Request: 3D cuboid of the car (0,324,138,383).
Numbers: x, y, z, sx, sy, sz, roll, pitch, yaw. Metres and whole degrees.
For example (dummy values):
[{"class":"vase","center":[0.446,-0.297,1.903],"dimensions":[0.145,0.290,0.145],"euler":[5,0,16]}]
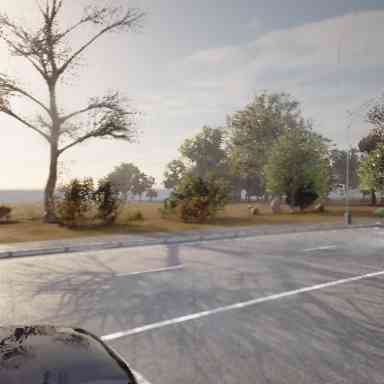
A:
[{"class":"car","center":[-2.319,1.552,1.947],"dimensions":[4.181,1.385,1.994],"euler":[0,0,-36]}]
